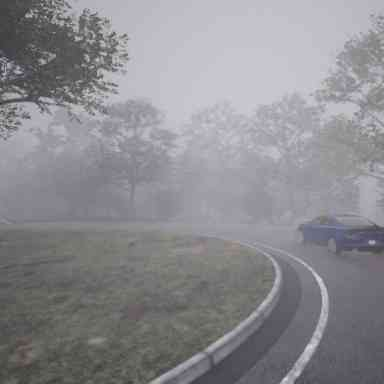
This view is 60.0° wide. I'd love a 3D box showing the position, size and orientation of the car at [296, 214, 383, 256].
[{"bbox_3d":[6.150,1.669,14.204,1.882,1.535,5.008,0,-1,-5],"label":"car"}]
